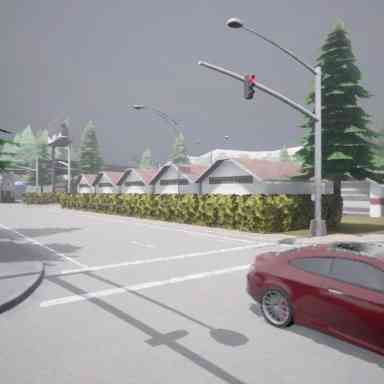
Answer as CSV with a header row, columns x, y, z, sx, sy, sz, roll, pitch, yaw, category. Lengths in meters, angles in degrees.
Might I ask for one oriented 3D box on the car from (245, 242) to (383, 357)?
x,y,z,sx,sy,sz,roll,pitch,yaw,category
2.867,1.583,5.018,1.812,1.442,4.674,0,1,-38,car
